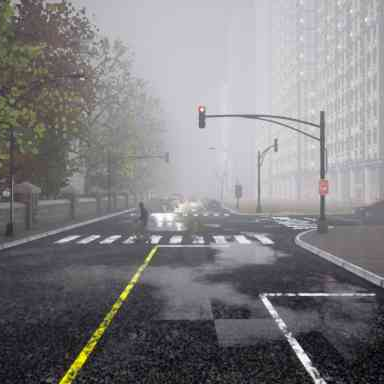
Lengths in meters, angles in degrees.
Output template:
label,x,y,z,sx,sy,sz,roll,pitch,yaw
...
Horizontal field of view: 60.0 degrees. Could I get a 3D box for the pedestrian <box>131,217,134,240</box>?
label,x,y,z,sx,sy,sz,roll,pitch,yaw
pedestrian,-2.574,1.675,15.347,0.500,1.100,0.500,0,0,0

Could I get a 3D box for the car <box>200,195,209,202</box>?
label,x,y,z,sx,sy,sz,roll,pitch,yaw
car,2.904,1.501,76.573,1.967,1.590,4.097,0,0,0

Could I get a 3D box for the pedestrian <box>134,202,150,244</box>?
label,x,y,z,sx,sy,sz,roll,pitch,yaw
pedestrian,-2.121,1.297,14.148,0.375,1.860,0.375,0,0,0

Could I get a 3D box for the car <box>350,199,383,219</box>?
label,x,y,z,sx,sy,sz,roll,pitch,yaw
car,14.880,1.262,25.956,4.674,1.442,1.812,-1,0,0

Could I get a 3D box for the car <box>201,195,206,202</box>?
label,x,y,z,sx,sy,sz,roll,pitch,yaw
car,2.841,1.597,54.043,1.947,1.339,4.313,0,0,0

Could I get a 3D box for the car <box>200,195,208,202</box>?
label,x,y,z,sx,sy,sz,roll,pitch,yaw
car,2.920,1.510,82.204,1.967,1.590,4.097,0,0,0

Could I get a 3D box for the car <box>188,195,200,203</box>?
label,x,y,z,sx,sy,sz,roll,pitch,yaw
car,0.194,1.638,70.101,1.895,1.301,4.718,0,0,0

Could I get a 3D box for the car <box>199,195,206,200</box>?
label,x,y,z,sx,sy,sz,roll,pitch,yaw
car,2.950,1.641,93.469,2.008,1.369,4.403,0,0,0

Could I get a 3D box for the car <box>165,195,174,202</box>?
label,x,y,z,sx,sy,sz,roll,pitch,yaw
car,-5.460,1.510,82.227,1.967,1.590,4.097,0,0,0

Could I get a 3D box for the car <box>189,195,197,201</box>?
label,x,y,z,sx,sy,sz,roll,pitch,yaw
car,0.222,1.441,80.071,1.837,1.490,4.892,0,0,0

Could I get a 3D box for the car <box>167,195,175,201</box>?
label,x,y,z,sx,sy,sz,roll,pitch,yaw
car,-5.446,1.625,87.860,1.887,1.381,4.507,0,0,0

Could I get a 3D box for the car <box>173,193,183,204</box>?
label,x,y,z,sx,sy,sz,roll,pitch,yaw
car,-2.870,1.262,63.594,2.150,2.045,5.566,0,0,1

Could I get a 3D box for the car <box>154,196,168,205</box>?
label,x,y,z,sx,sy,sz,roll,pitch,yaw
car,-5.523,1.477,59.699,1.967,1.590,4.097,0,0,0

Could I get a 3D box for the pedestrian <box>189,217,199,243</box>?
label,x,y,z,sx,sy,sz,roll,pitch,yaw
pedestrian,0.149,1.676,14.740,0.500,1.100,0.500,0,0,0

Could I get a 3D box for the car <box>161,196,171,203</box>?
label,x,y,z,sx,sy,sz,roll,pitch,yaw
car,-5.492,1.577,70.794,1.752,1.417,4.829,0,0,0

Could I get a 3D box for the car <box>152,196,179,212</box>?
label,x,y,z,sx,sy,sz,roll,pitch,yaw
car,-2.988,1.510,38.858,2.128,1.511,4.902,0,0,0

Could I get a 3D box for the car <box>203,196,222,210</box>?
label,x,y,z,sx,sy,sz,roll,pitch,yaw
car,2.810,1.586,42.778,1.947,1.339,4.313,0,0,0

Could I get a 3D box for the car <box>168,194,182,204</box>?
label,x,y,z,sx,sy,sz,roll,pitch,yaw
car,-2.951,1.504,50.102,1.882,1.535,5.008,0,0,0

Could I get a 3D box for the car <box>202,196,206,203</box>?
label,x,y,z,sx,sy,sz,roll,pitch,yaw
car,2.825,1.591,48.410,1.947,1.339,4.313,0,0,0

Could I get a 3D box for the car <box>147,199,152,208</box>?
label,x,y,z,sx,sy,sz,roll,pitch,yaw
car,-5.555,1.607,48.433,1.802,1.307,4.206,0,0,0
